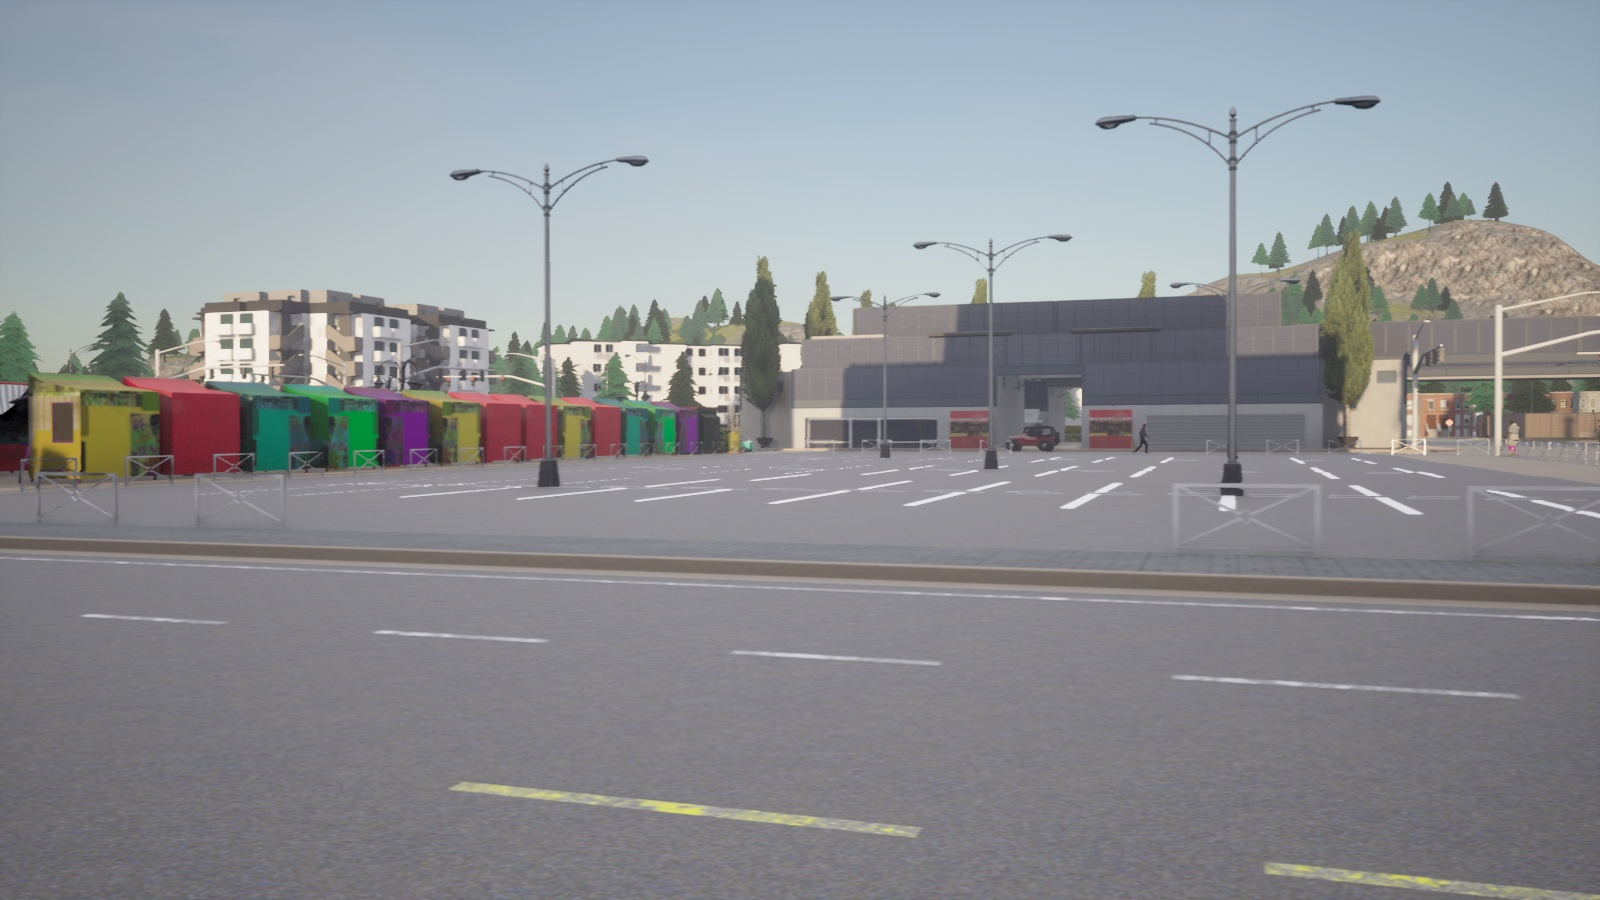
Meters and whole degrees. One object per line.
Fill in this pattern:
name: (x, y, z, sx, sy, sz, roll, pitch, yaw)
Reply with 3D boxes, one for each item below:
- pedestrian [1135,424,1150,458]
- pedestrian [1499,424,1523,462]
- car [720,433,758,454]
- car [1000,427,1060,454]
pedestrian: (19.761, -0.546, 72.500, 0.788, 1.949, 0.423, 1, 1, 21)
pedestrian: (36.967, -0.366, 65.287, 0.659, 1.952, 0.873, 0, 1, -15)
car: (-4.161, -0.448, 85.486, 2.207, 1.376, 1.481, 0, 1, 20)
car: (16.321, -0.687, 89.045, 3.866, 1.878, 1.905, 1, 1, 20)
